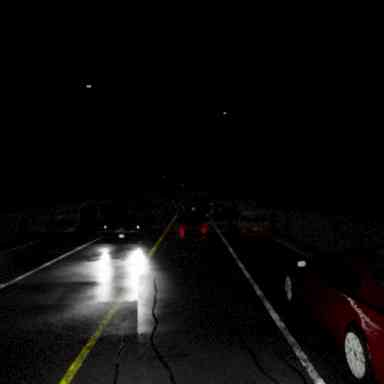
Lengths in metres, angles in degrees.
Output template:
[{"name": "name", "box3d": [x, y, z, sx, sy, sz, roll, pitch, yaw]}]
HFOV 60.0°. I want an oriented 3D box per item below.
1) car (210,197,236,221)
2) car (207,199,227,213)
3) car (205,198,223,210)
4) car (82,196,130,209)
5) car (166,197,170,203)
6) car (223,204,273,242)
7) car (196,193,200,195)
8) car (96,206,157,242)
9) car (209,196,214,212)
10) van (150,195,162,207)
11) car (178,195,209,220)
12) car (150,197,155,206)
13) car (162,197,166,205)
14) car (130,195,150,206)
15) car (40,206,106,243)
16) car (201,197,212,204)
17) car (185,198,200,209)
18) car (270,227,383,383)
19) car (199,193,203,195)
[{"name": "car", "box3d": [2.766, 1.442, 26.927, 1.967, 1.590, 4.097, 0, 0, 0]}, {"name": "car", "box3d": [2.767, 1.552, 37.777, 1.887, 1.381, 4.507, 0, 0, 0]}, {"name": "car", "box3d": [2.770, 1.561, 43.201, 2.008, 1.369, 4.403, 0, 0, 0]}, {"name": "car", "box3d": [-5.761, 1.315, 21.513, 2.192, 1.841, 5.009, 0, 0, 0]}, {"name": "car", "box3d": [-5.750, 1.601, 64.922, 1.802, 1.307, 4.206, 0, 0, 0]}, {"name": "car", "box3d": [2.764, 1.525, 16.247, 1.752, 1.417, 4.829, 0, 0, 0]}, {"name": "car", "box3d": [2.782, 1.586, 91.339, 1.947, 1.339, 4.313, 0, 0, 0]}, {"name": "car", "box3d": [-3.045, 1.600, 16.606, 1.895, 1.301, 4.718, 0, 0, 0]}, {"name": "car", "box3d": [2.767, 1.444, 32.352, 1.967, 1.590, 4.097, 0, 0, 0]}, {"name": "van", "box3d": [-5.755, 1.354, 48.644, 1.690, 1.788, 3.998, 0, 0, 0]}, {"name": "car", "box3d": [0.103, 1.354, 27.787, 2.097, 1.767, 4.553, 0, 0, 0]}, {"name": "car", "box3d": [-5.757, 1.552, 37.791, 1.887, 1.381, 4.507, 0, 0, 0]}, {"name": "car", "box3d": [-5.753, 1.456, 54.070, 1.967, 1.590, 4.097, 0, 0, 0]}, {"name": "car", "box3d": [-5.759, 1.319, 32.366, 2.192, 1.841, 5.009, 0, 0, 0]}, {"name": "car", "box3d": [-5.761, 1.581, 16.088, 1.802, 1.307, 4.206, 0, 0, 0]}, {"name": "car", "box3d": [2.775, 1.585, 64.902, 1.947, 1.339, 4.313, 0, 0, 0]}, {"name": "car", "box3d": [0.111, 1.576, 46.008, 1.994, 1.385, 4.181, 0, 0, 0]}, {"name": "car", "box3d": [2.761, 1.544, 5.226, 1.887, 1.381, 4.507, 0, 0, 0]}, {"name": "car", "box3d": [2.772, 1.331, 54.052, 2.192, 1.841, 5.009, 0, 0, 0]}]
